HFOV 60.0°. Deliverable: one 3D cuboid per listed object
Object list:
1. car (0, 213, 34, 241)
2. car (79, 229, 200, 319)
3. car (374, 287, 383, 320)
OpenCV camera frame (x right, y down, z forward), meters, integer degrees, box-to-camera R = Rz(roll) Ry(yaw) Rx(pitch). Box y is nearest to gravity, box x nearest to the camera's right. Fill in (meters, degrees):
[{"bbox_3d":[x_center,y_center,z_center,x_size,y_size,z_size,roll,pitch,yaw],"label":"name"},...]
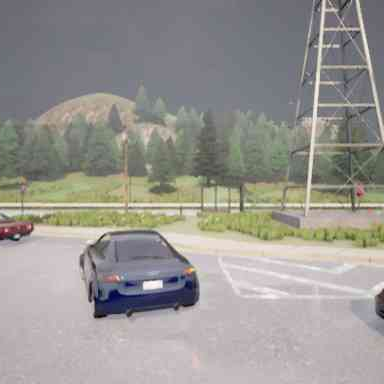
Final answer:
[{"bbox_3d":[-9.426,1.549,14.352,4.718,1.301,1.895,0,0,14],"label":"car"},{"bbox_3d":[-1.373,1.537,7.513,1.994,1.385,4.181,0,0,-21],"label":"car"},{"bbox_3d":[4.894,1.503,4.754,3.905,1.438,1.784,0,0,0],"label":"car"}]
